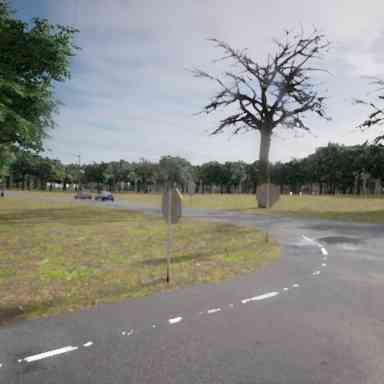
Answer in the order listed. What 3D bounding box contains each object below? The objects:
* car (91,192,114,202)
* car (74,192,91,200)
[{"bbox_3d":[-13.431,0.703,51.127,1.812,1.442,4.674,2,-1,-35],"label":"car"},{"bbox_3d":[-19.398,0.675,59.312,2.033,1.411,5.357,2,-1,-36],"label":"car"}]
